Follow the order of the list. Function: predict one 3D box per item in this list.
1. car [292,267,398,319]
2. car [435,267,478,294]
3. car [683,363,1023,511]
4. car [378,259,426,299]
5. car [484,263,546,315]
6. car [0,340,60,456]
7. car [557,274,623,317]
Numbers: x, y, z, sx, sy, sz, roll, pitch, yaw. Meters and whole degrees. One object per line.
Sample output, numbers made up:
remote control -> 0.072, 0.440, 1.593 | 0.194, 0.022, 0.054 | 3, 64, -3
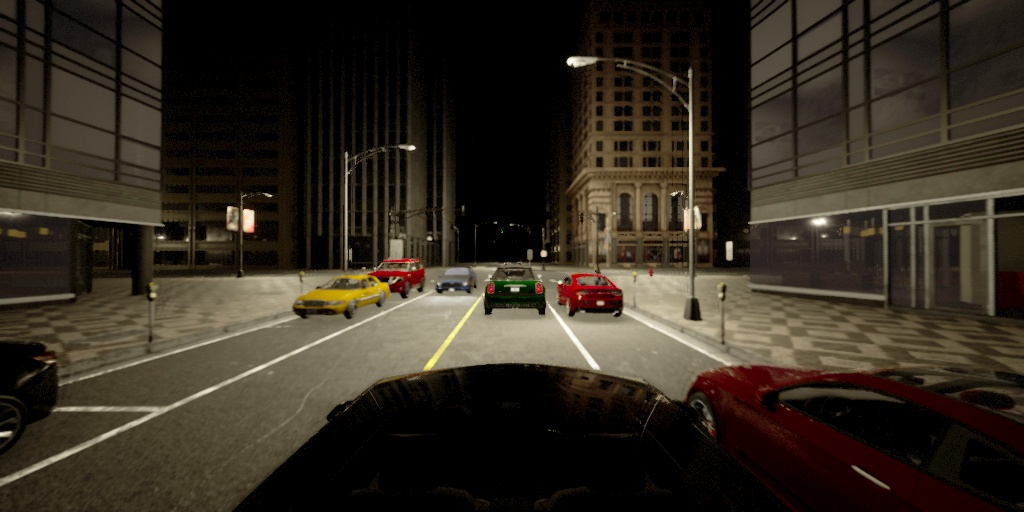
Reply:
car -> -5.858, 1.280, 12.894 | 1.751, 1.417, 4.829 | 0, 0, 0
car -> -3.007, 1.312, 20.578 | 2.033, 1.411, 5.357 | 0, 0, 0
car -> 2.668, 1.332, 2.143 | 1.802, 1.307, 4.207 | 0, 0, 0
car -> -5.858, 1.076, 18.523 | 2.192, 1.841, 5.009 | 0, 0, 0
car -> 0.099, 1.108, 13.767 | 2.097, 1.767, 4.553 | 0, 0, 0
car -> -5.857, 1.316, 2.146 | 1.948, 1.339, 4.313 | 0, 0, 0
car -> 2.668, 1.300, 13.061 | 1.888, 1.381, 4.507 | 0, 0, 0
